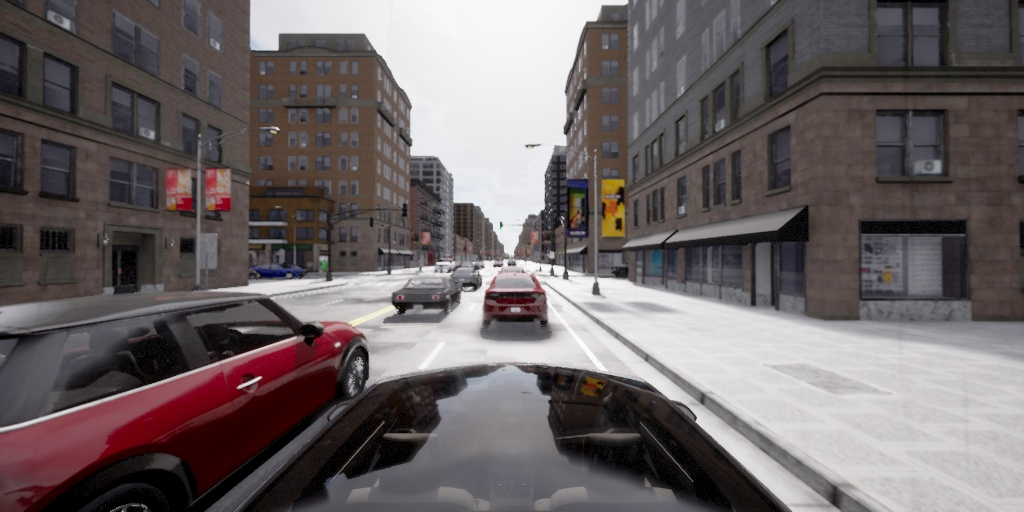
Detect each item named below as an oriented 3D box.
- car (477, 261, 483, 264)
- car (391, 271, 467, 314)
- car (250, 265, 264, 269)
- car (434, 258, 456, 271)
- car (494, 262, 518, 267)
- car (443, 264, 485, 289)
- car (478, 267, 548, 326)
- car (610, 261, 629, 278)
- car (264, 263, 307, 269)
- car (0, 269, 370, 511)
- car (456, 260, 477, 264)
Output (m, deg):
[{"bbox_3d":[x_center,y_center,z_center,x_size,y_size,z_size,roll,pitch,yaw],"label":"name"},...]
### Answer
[{"bbox_3d":[-6.590,1.813,62.021,1.895,1.301,4.718,0,0,0],"label":"car"},{"bbox_3d":[-3.155,1.450,14.335,1.895,1.301,4.718,0,0,0],"label":"car"},{"bbox_3d":[-25.428,1.411,32.422,4.097,1.591,1.967,0,0,0],"label":"car"},{"bbox_3d":[-9.839,1.366,52.940,2.150,2.045,5.566,0,0,2],"label":"car"},{"bbox_3d":[0.032,1.395,23.190,1.882,1.535,5.008,0,0,1],"label":"car"},{"bbox_3d":[-3.159,1.491,24.657,1.994,1.385,4.181,0,-1,0],"label":"car"},{"bbox_3d":[0.098,1.309,12.077,1.882,1.535,5.008,0,0,0],"label":"car"},{"bbox_3d":[13.361,1.294,38.088,5.566,2.045,2.150,0,-1,0],"label":"car"},{"bbox_3d":[-22.760,1.479,34.955,5.008,1.535,1.882,0,-1,0],"label":"car"},{"bbox_3d":[-3.153,1.115,3.491,2.097,1.767,4.553,0,-1,0],"label":"car"},{"bbox_3d":[-6.609,1.621,52.684,1.882,1.535,5.008,0,0,-1],"label":"car"}]
